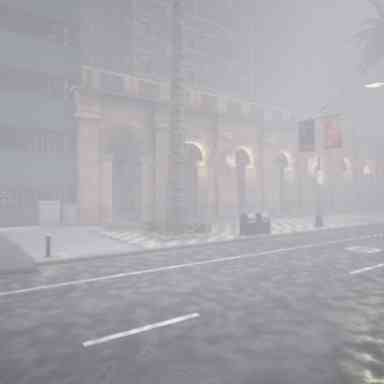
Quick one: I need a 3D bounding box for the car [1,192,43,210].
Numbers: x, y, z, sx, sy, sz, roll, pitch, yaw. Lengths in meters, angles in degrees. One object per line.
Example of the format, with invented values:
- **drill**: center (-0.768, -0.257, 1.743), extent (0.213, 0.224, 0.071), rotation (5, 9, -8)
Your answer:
- **car**: center (-13.854, 1.029, 24.476), extent (5.566, 2.045, 2.435), rotation (0, 0, -36)
